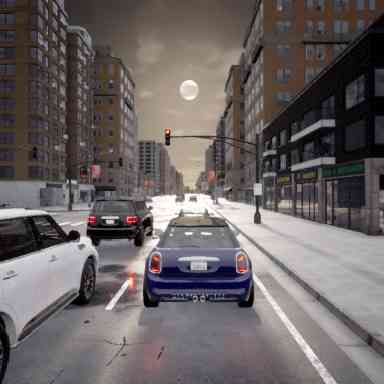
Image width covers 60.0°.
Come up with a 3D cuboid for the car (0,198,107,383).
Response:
[{"bbox_3d":[-3.140,1.222,4.955,2.150,2.045,5.566,0,0,1],"label":"car"}]

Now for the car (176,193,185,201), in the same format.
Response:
[{"bbox_3d":[-2.951,1.171,88.235,2.150,2.045,5.566,0,0,0],"label":"car"}]

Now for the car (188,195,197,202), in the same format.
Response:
[{"bbox_3d":[0.266,1.570,78.185,1.812,1.442,4.674,0,0,0],"label":"car"}]

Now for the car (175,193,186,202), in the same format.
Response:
[{"bbox_3d":[-2.986,1.585,77.783,2.033,1.411,5.357,0,0,0],"label":"car"}]

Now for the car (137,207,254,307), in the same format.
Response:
[{"bbox_3d":[0.125,1.353,8.114,2.097,1.767,4.553,0,0,0],"label":"car"}]

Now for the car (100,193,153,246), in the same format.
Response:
[{"bbox_3d":[-3.101,1.225,15.308,2.150,2.045,5.566,0,0,0],"label":"car"}]

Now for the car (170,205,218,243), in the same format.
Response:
[{"bbox_3d":[0.113,1.495,17.182,2.128,1.511,4.902,0,0,1],"label":"car"}]

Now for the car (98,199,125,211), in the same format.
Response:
[{"bbox_3d":[-9.929,1.616,41.525,1.895,1.301,4.718,0,0,5],"label":"car"}]

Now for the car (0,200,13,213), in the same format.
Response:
[{"bbox_3d":[-22.028,1.597,36.027,4.313,1.339,1.947,0,0,0],"label":"car"}]

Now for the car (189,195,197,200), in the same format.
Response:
[{"bbox_3d":[0.299,1.498,88.193,1.994,1.385,4.181,0,0,0],"label":"car"}]

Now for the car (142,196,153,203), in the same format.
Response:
[{"bbox_3d":[-9.508,1.565,71.562,1.812,1.442,4.674,0,0,0],"label":"car"}]

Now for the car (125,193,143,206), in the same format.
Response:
[{"bbox_3d":[-9.649,1.248,55.966,2.150,2.045,5.566,0,0,0],"label":"car"}]
